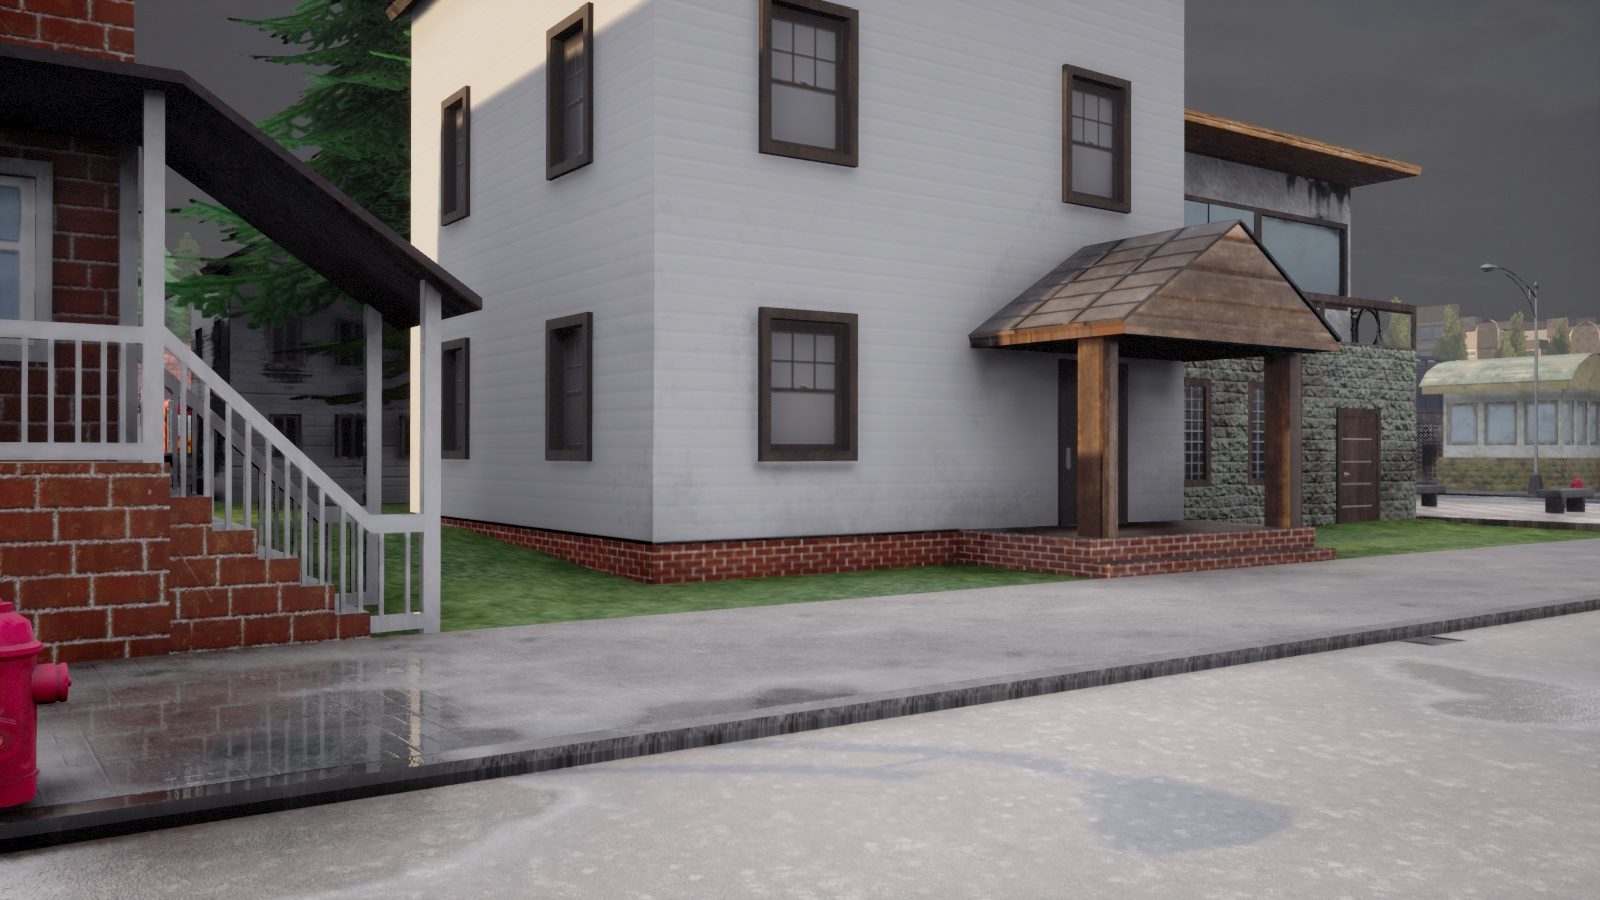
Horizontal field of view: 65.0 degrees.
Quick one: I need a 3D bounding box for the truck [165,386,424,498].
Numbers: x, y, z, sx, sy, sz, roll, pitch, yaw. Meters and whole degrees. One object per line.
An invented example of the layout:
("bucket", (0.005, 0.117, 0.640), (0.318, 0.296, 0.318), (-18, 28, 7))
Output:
("truck", (-18.604, -0.266, 46.530), (8.468, 3.827, 2.891), (0, 0, -35))
